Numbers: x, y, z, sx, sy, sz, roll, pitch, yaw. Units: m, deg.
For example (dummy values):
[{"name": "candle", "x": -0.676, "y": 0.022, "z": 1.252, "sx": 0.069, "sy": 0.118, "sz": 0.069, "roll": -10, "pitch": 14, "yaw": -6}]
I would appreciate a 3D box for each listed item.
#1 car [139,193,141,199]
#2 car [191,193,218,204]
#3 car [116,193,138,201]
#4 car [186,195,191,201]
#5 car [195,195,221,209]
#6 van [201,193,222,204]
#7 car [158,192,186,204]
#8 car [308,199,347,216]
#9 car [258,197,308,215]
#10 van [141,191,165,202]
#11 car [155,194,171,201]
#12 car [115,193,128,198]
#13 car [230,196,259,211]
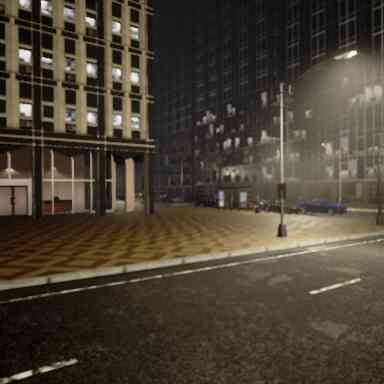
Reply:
[{"name": "car", "x": -9.500, "y": 0.796, "z": 76.388, "sx": 2.192, "sy": 1.841, "sz": 5.009, "roll": 0, "pitch": 1, "yaw": -34}, {"name": "car", "x": 2.310, "y": 1.169, "z": 48.903, "sx": 2.097, "sy": 1.767, "sz": 4.553, "roll": -1, "pitch": 1, "yaw": -34}, {"name": "car", "x": -13.203, "y": 1.179, "z": 66.966, "sx": 2.008, "sy": 1.369, "sz": 4.403, "roll": 0, "pitch": 1, "yaw": -34}, {"name": "car", "x": 0.135, "y": 1.222, "z": 62.323, "sx": 1.802, "sy": 1.307, "sz": 4.206, "roll": 0, "pitch": 1, "yaw": -34}, {"name": "car", "x": 2.812, "y": 1.455, "z": 43.493, "sx": 1.947, "sy": 1.339, "sz": 4.313, "roll": 0, "pitch": 1, "yaw": -34}, {"name": "van", "x": 3.348, "y": 1.033, "z": 57.632, "sx": 1.690, "sy": 1.788, "sz": 3.998, "roll": 0, "pitch": 1, "yaw": -34}, {"name": "car", "x": -3.470, "y": 1.249, "z": 57.422, "sx": 1.812, "sy": 1.442, "sz": 4.674, "roll": -1, "pitch": 1, "yaw": -34}, {"name": "car", "x": 12.969, "y": 1.463, "z": 33.328, "sx": 1.882, "sy": 1.535, "sz": 5.008, "roll": -1, "pitch": 1, "yaw": -34}, {"name": "car", "x": 9.174, "y": 1.557, "z": 34.071, "sx": 1.947, "sy": 1.339, "sz": 4.313, "roll": 0, "pitch": 1, "yaw": -34}, {"name": "van", "x": -6.778, "y": 1.075, "z": 57.586, "sx": 1.690, "sy": 1.788, "sz": 3.998, "roll": 0, "pitch": 1, "yaw": -34}, {"name": "car", "x": -6.289, "y": 1.116, "z": 71.702, "sx": 1.802, "sy": 1.307, "sz": 4.206, "roll": 0, "pitch": 1, "yaw": -34}, {"name": "car", "x": -19.137, "y": 0.872, "z": 90.457, "sx": 2.008, "sy": 1.369, "sz": 4.403, "roll": 0, "pitch": 1, "yaw": -34}, {"name": "car", "x": 5.976, "y": 1.522, "z": 38.772, "sx": 1.802, "sy": 1.307, "sz": 4.206, "roll": 0, "pitch": 1, "yaw": -34}]
